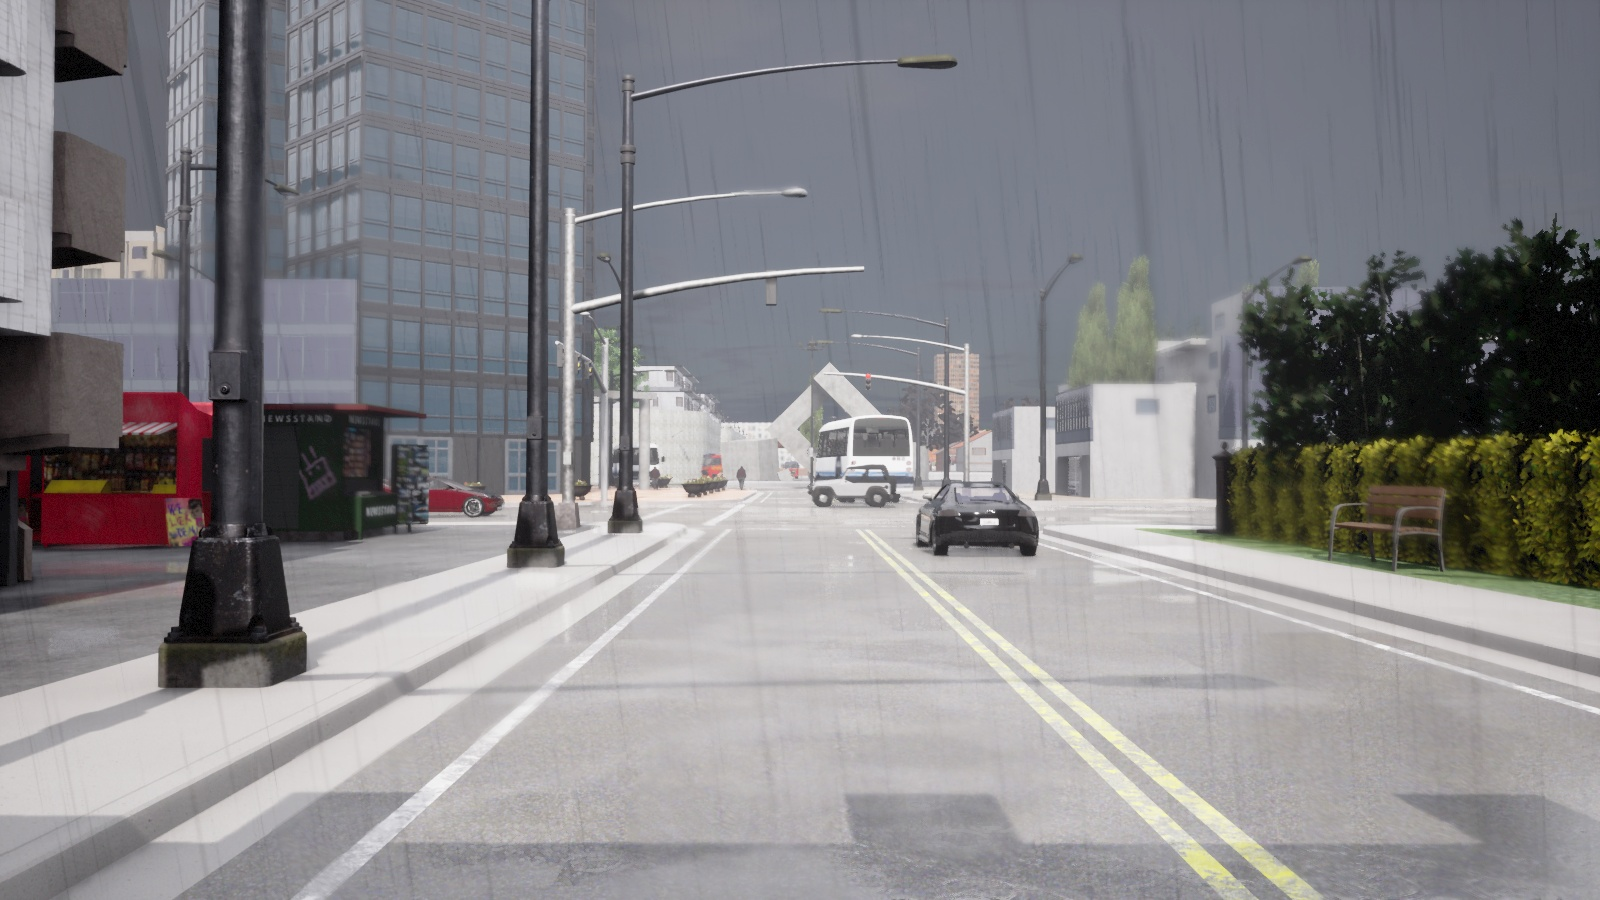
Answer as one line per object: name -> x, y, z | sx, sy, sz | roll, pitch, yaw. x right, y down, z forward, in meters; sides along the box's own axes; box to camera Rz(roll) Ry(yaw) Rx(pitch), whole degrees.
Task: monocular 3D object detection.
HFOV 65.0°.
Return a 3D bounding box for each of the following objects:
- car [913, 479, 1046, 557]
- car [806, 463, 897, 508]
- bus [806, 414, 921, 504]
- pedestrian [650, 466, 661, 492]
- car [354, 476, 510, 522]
car -> 3.437, 1.280, 24.800 | 1.994, 1.385, 4.181 | 0, -1, 0
car -> 2.211, 1.534, 54.531 | 3.866, 1.878, 1.905 | 0, -1, -1
bus -> 3.052, 0.513, 64.891 | 3.944, 4.253, 10.273 | 0, -1, -9
pedestrian -> -10.371, 2.045, 90.017 | 0.634, 1.844, 0.899 | 0, -1, 1
car -> -12.781, 1.706, 43.870 | 4.792, 1.488, 2.163 | -1, -1, -1
